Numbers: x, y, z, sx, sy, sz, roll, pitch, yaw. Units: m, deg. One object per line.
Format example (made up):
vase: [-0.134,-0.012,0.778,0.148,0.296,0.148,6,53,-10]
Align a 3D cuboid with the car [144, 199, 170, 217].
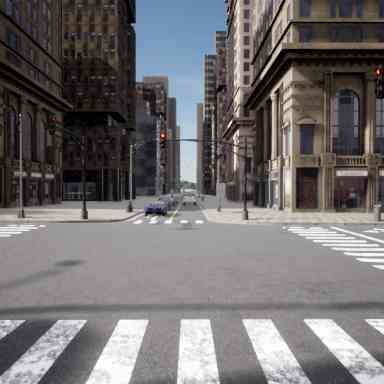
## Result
car: [-3.369,1.593,31.612,1.895,1.301,4.718,0,0,-1]

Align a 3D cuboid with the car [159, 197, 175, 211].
car: [-3.448,1.495,40.973,1.837,1.490,4.892,0,0,-1]

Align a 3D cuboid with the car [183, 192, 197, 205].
car: [-0.377,1.203,58.190,2.150,2.045,5.566,0,-1,0]

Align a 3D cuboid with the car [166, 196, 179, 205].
car: [-3.551,1.534,60.950,2.033,1.411,5.357,0,0,0]

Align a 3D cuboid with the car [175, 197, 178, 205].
car: [-3.515,1.514,51.052,1.812,1.442,4.674,0,0,-1]
